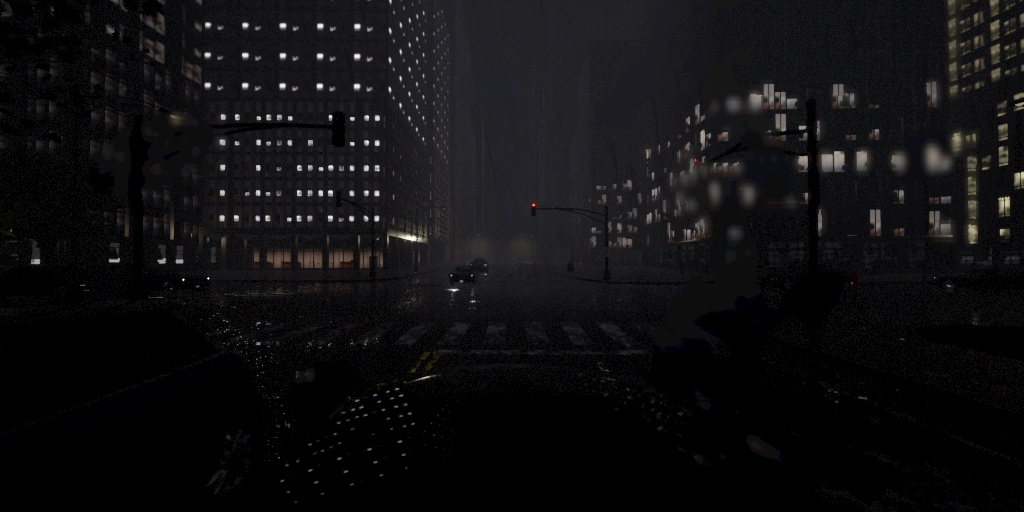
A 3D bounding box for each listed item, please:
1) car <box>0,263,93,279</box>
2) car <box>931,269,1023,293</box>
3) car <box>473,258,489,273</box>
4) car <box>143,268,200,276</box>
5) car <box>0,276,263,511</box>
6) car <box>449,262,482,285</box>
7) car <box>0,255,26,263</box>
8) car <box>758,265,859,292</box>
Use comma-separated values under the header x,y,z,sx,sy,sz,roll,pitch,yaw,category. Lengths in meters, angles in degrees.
x,y,z,sx,sy,sz,roll,pitch,yaw,category
-20.246,1.160,15.879,4.892,1.490,1.837,0,-1,2,car
27.473,1.415,20.677,4.718,1.301,1.895,0,-1,1,car
-3.857,1.086,42.628,2.097,1.767,4.553,0,0,-1,car
-18.887,1.306,19.087,4.718,1.301,1.895,0,-1,2,car
-3.251,1.102,1.237,2.097,1.767,4.553,0,0,0,car
-3.588,1.429,27.379,1.895,1.301,4.718,0,1,-1,car
-28.661,0.912,19.389,5.566,2.045,2.150,0,-1,2,car
17.192,1.280,20.964,5.008,1.535,1.882,0,-1,2,car
